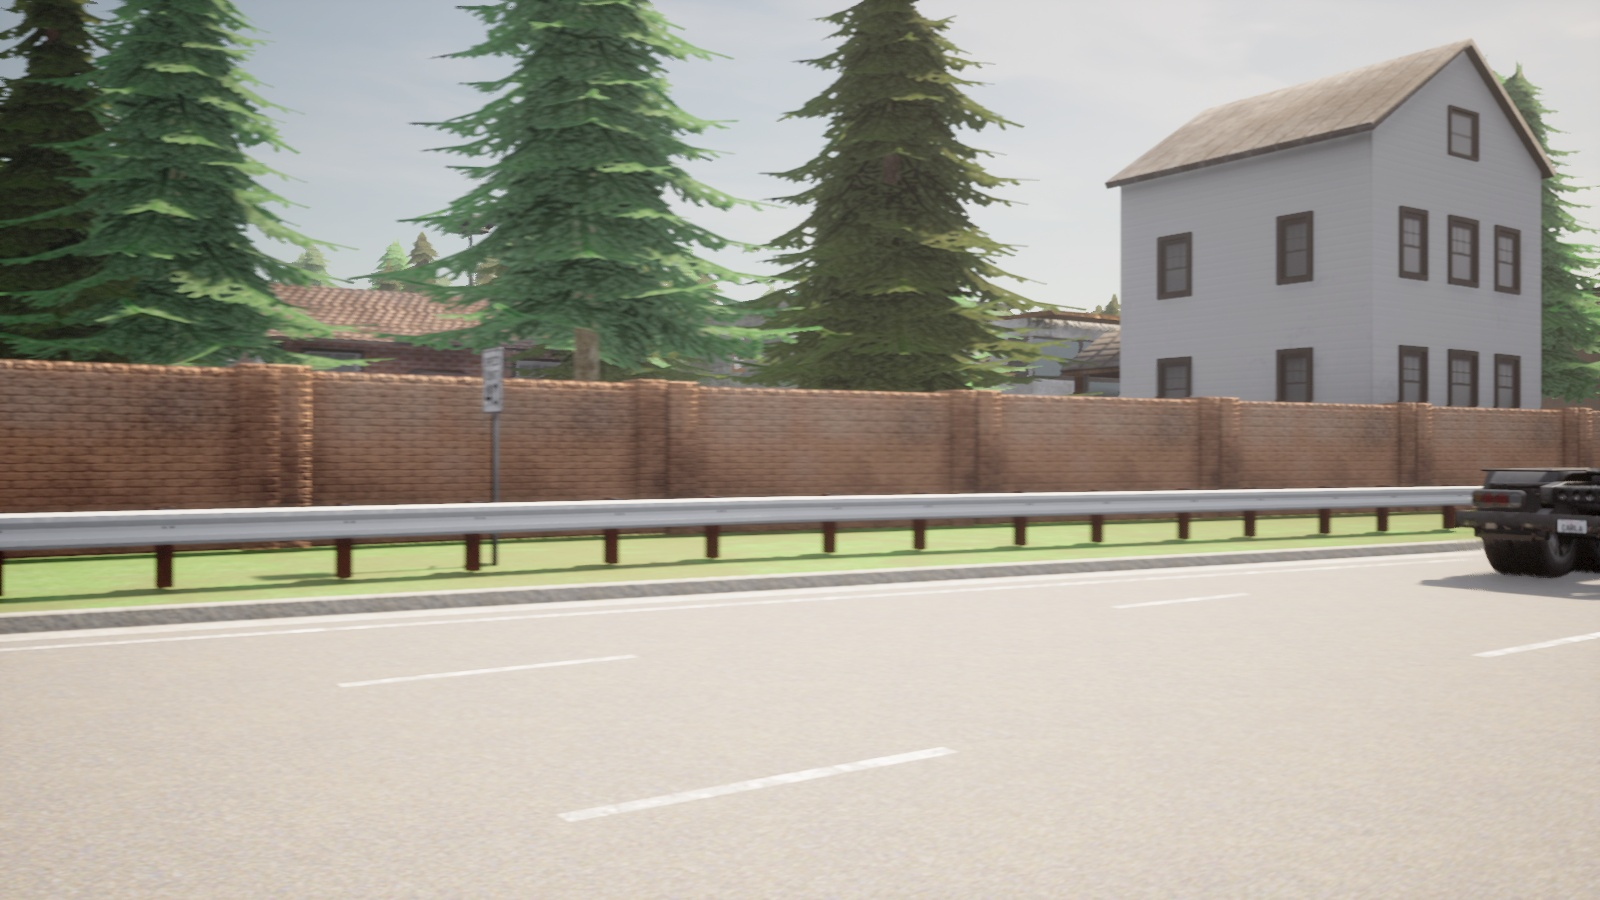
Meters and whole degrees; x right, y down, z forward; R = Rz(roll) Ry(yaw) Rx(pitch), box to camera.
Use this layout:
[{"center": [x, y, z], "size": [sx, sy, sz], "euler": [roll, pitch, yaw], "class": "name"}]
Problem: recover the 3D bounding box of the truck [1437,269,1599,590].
[{"center": [11.691, -0.222, 16.065], "size": [7.936, 3.462, 2.891], "euler": [0, 0, -35], "class": "truck"}]
